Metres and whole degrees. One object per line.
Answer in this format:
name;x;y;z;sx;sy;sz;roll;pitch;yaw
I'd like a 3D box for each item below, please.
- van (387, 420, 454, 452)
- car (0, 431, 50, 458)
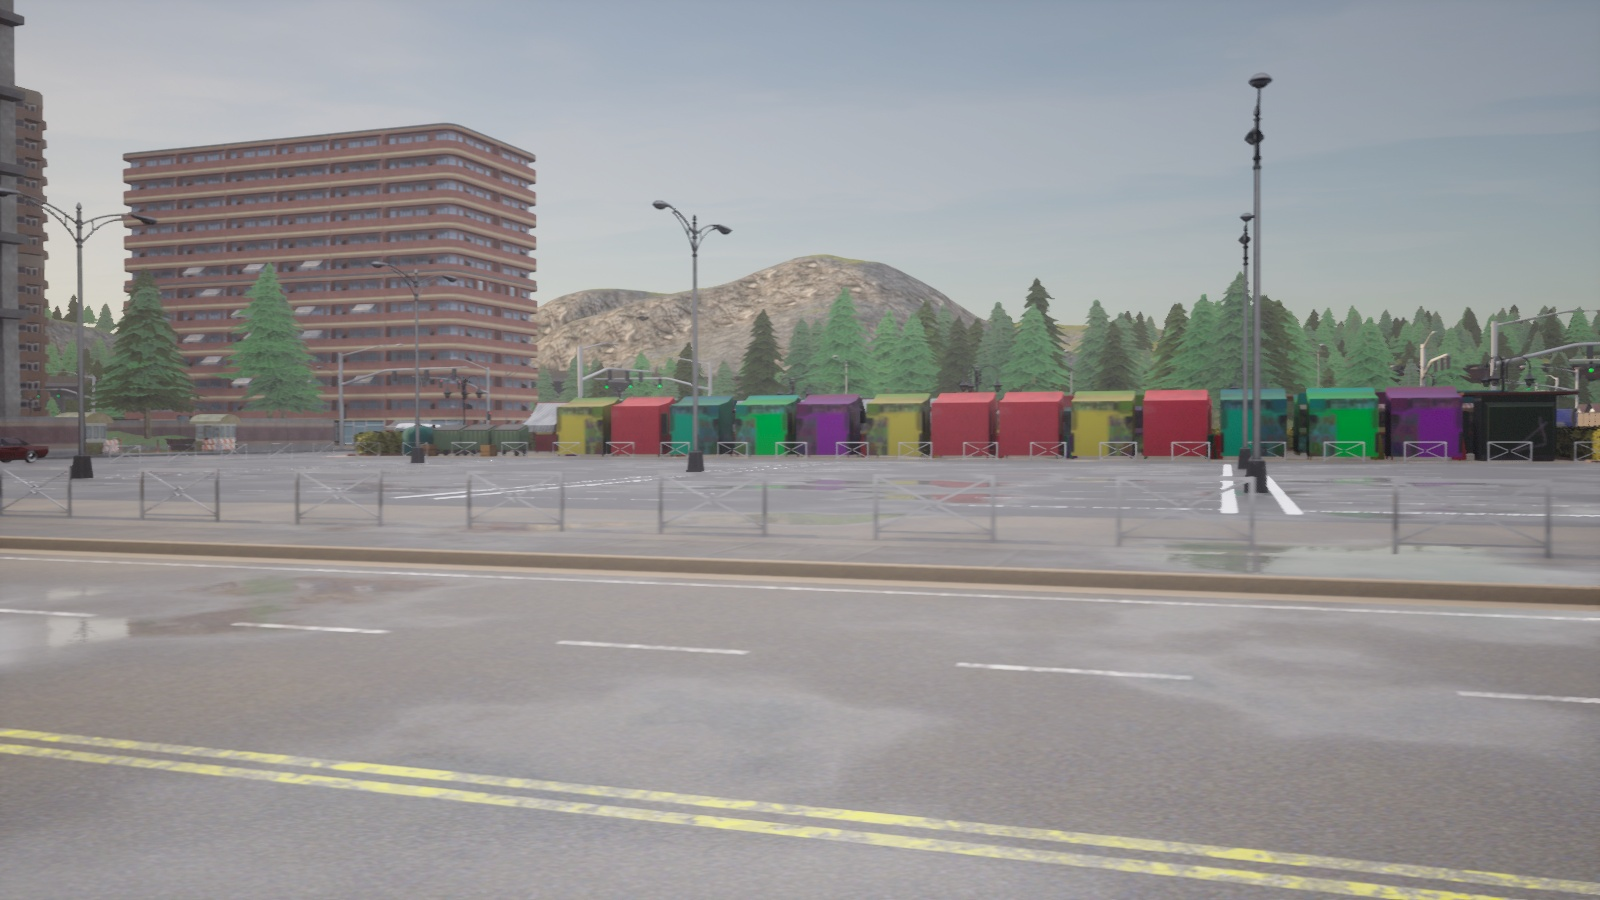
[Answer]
van;-25.095;-0.933;83.262;2.069;2.038;4.480;1;1;18
car;-39.654;-0.266;61.687;1.895;1.301;4.718;1;1;18
